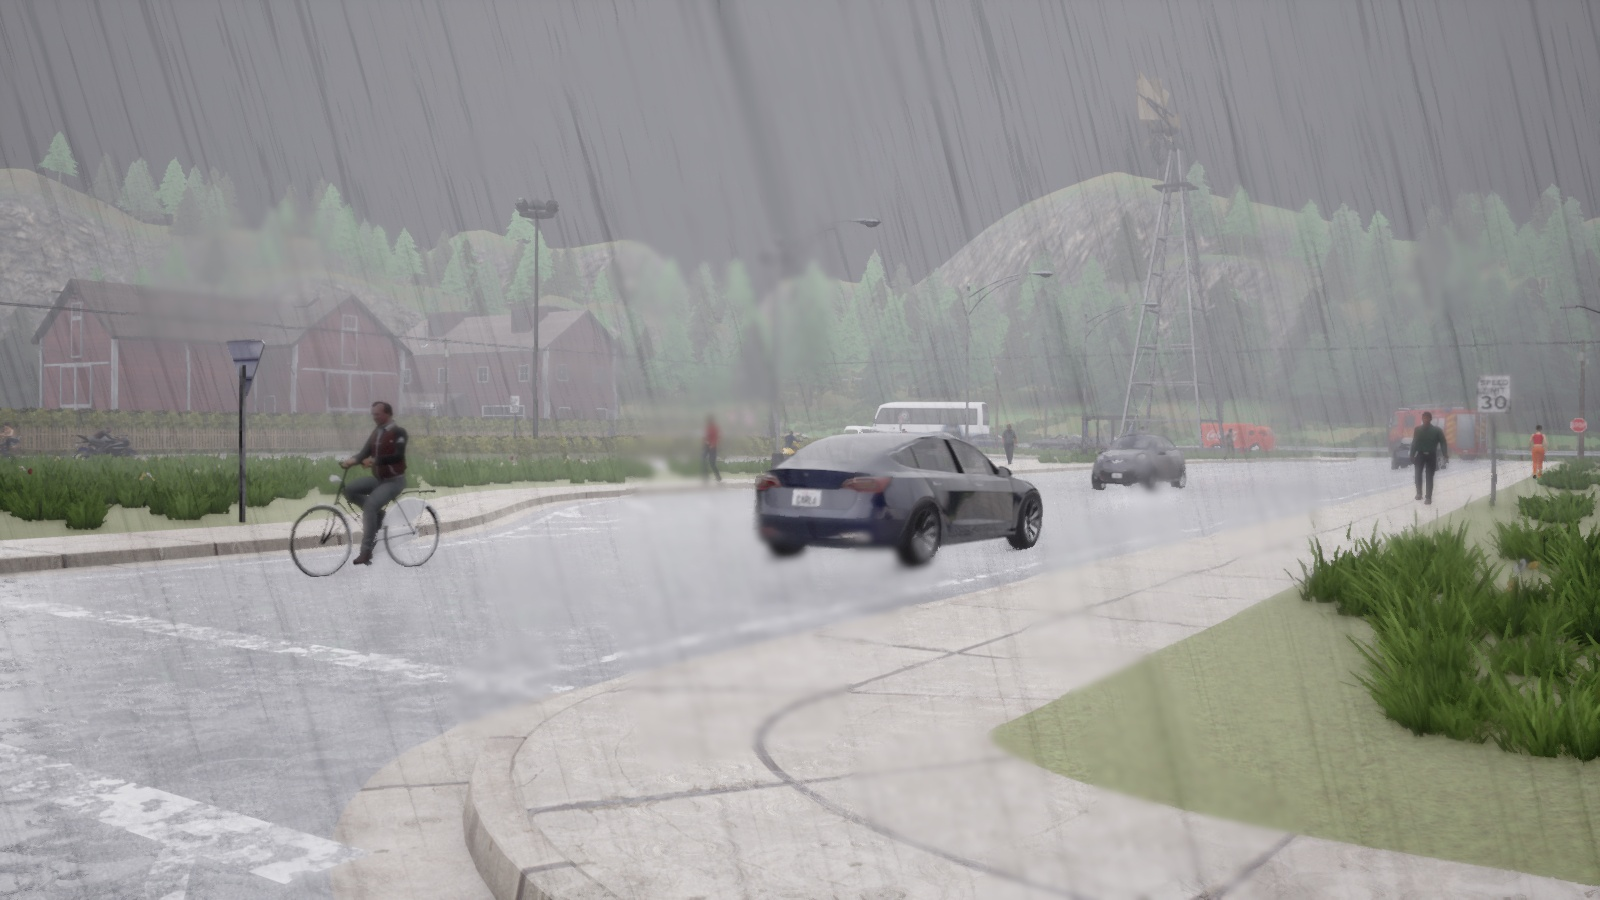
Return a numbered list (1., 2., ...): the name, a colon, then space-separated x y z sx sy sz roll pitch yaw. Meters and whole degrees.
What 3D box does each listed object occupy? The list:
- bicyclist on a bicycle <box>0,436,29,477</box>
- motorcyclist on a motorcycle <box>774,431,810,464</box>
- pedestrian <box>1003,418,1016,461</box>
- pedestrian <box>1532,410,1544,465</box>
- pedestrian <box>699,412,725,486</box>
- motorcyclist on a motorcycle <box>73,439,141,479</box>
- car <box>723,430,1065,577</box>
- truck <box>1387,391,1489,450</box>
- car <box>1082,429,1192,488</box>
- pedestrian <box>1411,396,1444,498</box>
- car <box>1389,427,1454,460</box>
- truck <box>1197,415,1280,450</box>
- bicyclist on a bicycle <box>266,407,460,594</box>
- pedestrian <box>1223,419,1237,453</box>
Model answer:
1. bicyclist on a bicycle: -32.039 0.268 50.507 0.866 1.612 1.509 0 1 34
2. motorcyclist on a motorcycle: -0.397 -0.140 60.680 0.866 1.590 1.817 0 1 33
3. pedestrian: 9.093 -0.438 54.431 0.540 1.848 0.694 0 1 11
4. pedestrian: 25.010 -0.422 42.552 0.345 1.836 0.594 0 1 30
5. pedestrian: -2.223 -0.025 31.624 0.331 1.846 0.636 0 1 32
6. motorcyclist on a motorcycle: -27.655 0.332 50.146 0.866 1.530 2.191 2 3 45
7. car: 1.348 0.509 15.364 2.163 1.488 4.792 0 1 32
8. truck: 43.514 -2.003 86.006 2.891 3.827 8.468 0 1 1
9. car: 9.192 0.197 34.072 1.845 1.501 3.633 0 1 33
10. pedestrian: 12.223 -0.058 24.464 0.423 1.949 0.788 0 1 38
11. car: 28.721 -0.321 57.990 2.163 1.488 4.792 0 1 33
12. truck: 31.824 -1.287 91.120 5.204 2.467 2.627 0 1 34
13. bicyclist on a bicycle: -4.430 0.467 12.869 0.659 1.776 1.843 0 1 33
14. pedestrian: 24.512 -0.812 71.548 0.692 1.930 0.396 -1 1 -37
